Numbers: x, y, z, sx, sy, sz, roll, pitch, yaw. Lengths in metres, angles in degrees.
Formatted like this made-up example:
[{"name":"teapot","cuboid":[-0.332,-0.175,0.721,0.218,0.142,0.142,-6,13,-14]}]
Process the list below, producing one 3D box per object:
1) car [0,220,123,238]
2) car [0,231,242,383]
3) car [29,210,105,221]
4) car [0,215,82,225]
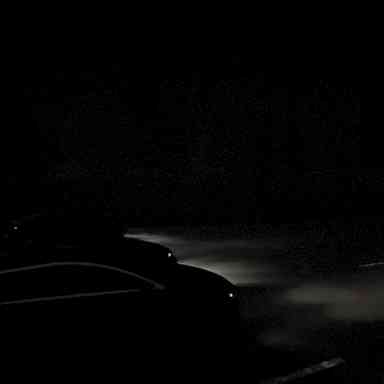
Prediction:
[{"name":"car","cuboid":[-2.472,1.550,7.931,4.181,1.385,1.994,0,0,-27]},{"name":"car","cuboid":[-1.611,1.483,4.436,4.902,1.511,2.128,0,0,-27]},{"name":"car","cuboid":[-5.354,1.499,14.336,4.674,1.442,1.812,0,0,-28]},{"name":"car","cuboid":[-6.002,1.581,10.044,4.718,1.301,1.895,0,0,-27]}]
